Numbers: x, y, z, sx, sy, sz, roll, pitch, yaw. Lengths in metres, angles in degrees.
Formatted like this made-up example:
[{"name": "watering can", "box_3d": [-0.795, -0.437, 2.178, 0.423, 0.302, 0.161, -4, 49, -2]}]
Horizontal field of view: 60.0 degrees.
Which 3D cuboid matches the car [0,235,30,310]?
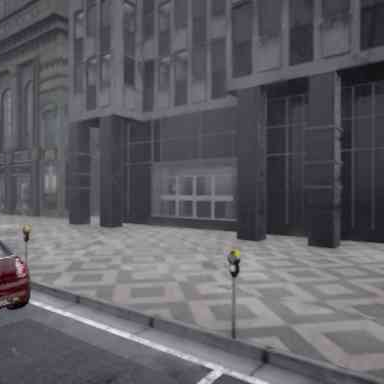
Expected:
[{"name": "car", "box_3d": [-5.045, 1.443, 6.560, 4.097, 1.590, 1.967, 0, 0, 36]}]
